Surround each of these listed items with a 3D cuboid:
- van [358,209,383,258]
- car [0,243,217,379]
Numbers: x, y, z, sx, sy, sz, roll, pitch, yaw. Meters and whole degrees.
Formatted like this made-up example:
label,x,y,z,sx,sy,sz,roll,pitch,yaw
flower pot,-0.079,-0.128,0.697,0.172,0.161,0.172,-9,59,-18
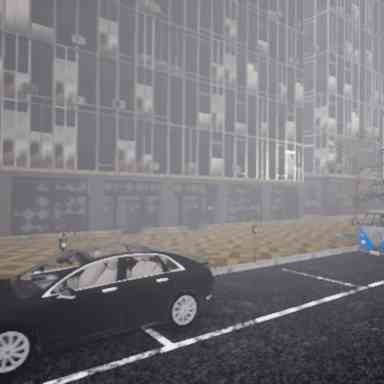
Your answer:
label,x,y,z,sx,sy,sz,roll,pitch,yaw
van,7.659,1.488,12.051,3.998,1.788,1.690,1,0,-36
car,-1.598,1.575,5.420,4.403,1.369,2.008,1,-1,-36
